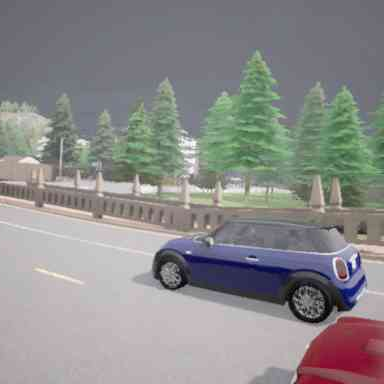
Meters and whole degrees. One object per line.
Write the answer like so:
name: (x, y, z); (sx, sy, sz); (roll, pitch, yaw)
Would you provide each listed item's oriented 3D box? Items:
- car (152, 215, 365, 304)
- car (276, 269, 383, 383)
car: (1.266, 1.328, 7.388); (4.553, 1.767, 2.097); (1, 1, 35)
car: (2.965, 1.596, 1.877); (4.718, 1.301, 1.895); (0, 0, 35)
